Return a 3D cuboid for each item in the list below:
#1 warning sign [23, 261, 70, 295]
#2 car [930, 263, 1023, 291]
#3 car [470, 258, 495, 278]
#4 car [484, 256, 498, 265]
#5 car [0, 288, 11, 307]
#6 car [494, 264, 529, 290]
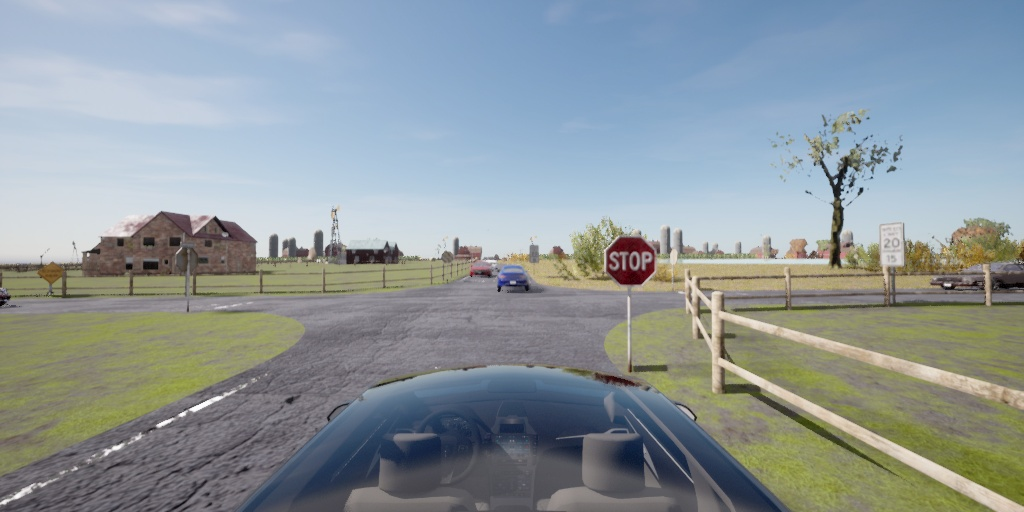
[{"bbox_3d":[-25.819,1.225,20.052,1.060,1.860,1.300,0,0,-1],"label":"warning sign"},{"bbox_3d":[24.871,1.062,18.322,5.357,1.411,2.033,-1,-1,-1],"label":"car"},{"bbox_3d":[-2.918,1.241,34.521,1.882,1.535,5.008,0,0,0],"label":"car"},{"bbox_3d":[-3.175,0.997,50.947,2.150,2.045,5.566,0,0,-3],"label":"car"},{"bbox_3d":[-23.908,1.500,14.787,4.674,1.442,1.812,-1,-1,-1],"label":"car"},{"bbox_3d":[0.059,1.294,22.331,1.812,1.442,4.674,0,0,0],"label":"car"}]
